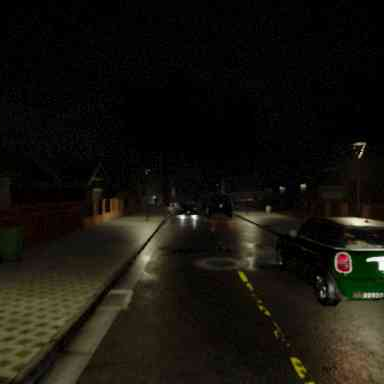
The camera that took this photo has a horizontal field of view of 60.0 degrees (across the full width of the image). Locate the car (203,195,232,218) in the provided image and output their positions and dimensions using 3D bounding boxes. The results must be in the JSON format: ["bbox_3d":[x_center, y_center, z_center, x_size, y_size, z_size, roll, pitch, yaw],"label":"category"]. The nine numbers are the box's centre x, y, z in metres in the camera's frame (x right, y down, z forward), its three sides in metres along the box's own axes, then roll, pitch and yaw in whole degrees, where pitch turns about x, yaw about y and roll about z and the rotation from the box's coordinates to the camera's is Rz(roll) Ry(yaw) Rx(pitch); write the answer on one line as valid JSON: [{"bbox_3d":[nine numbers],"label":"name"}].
[{"bbox_3d":[2.480,1.277,31.262,2.150,2.045,5.566,0,0,0],"label":"car"}]

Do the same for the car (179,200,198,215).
[{"bbox_3d":[-0.395,1.592,35.375,2.033,1.411,5.357,0,0,-1],"label":"car"}]

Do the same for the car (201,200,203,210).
[{"bbox_3d":[2.278,1.545,44.985,1.882,1.535,5.008,0,0,-1],"label":"car"}]

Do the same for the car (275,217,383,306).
[{"bbox_3d":[3.572,1.379,8.245,2.097,1.767,4.553,0,0,0],"label":"car"}]

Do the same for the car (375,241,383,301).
[{"bbox_3d":[3.583,1.500,2.245,1.882,1.535,5.008,0,0,0],"label":"car"}]
